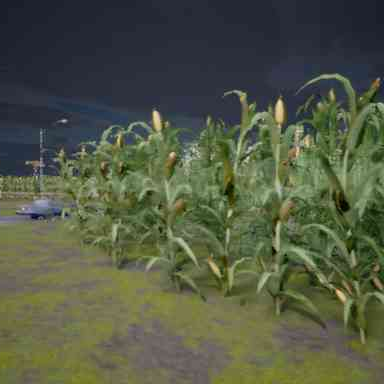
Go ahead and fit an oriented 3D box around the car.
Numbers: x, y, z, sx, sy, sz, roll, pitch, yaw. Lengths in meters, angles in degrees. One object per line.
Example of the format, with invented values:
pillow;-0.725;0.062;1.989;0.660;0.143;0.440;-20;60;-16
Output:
car;-9.324;1.100;23.274;2.033;1.411;5.357;0;0;34
